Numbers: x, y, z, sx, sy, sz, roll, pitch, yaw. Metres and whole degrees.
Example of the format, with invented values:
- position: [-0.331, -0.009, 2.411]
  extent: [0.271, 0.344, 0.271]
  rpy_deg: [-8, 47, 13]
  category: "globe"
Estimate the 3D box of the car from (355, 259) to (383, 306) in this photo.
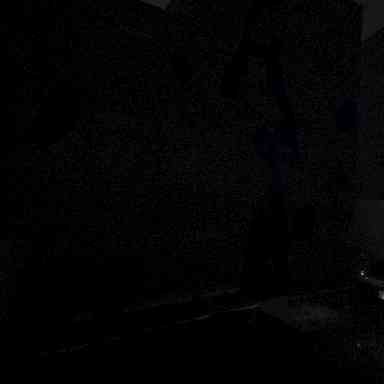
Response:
- position: [5.504, 1.575, 6.803]
  extent: [4.674, 1.442, 1.812]
  rpy_deg: [0, -1, -26]
  category: "car"
